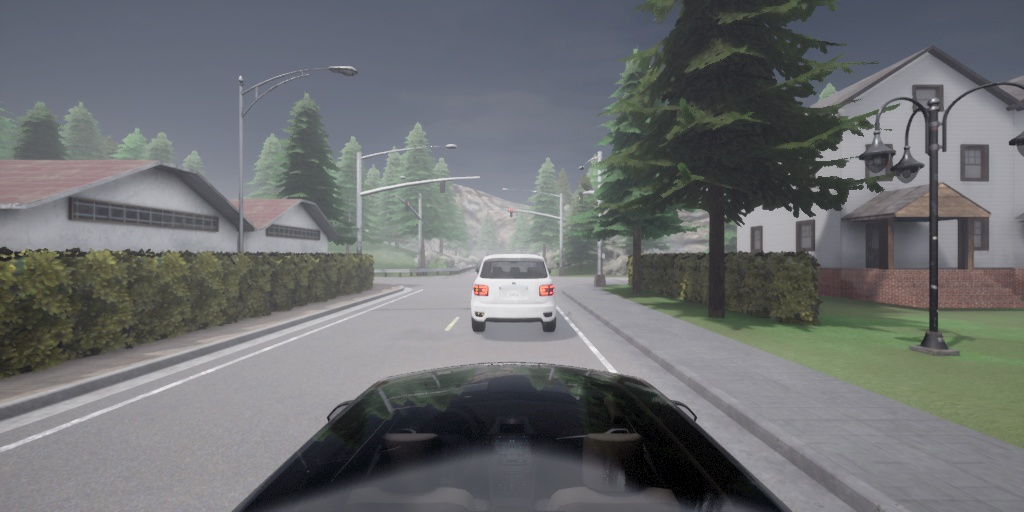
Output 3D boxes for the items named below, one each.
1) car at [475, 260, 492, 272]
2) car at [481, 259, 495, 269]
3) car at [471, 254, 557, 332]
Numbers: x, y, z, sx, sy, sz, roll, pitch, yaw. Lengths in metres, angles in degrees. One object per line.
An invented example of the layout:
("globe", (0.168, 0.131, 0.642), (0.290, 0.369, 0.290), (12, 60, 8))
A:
("car", (-3.629, 1.243, 46.033), (1.837, 1.490, 4.892), (0, 0, 0))
("car", (-3.634, 1.262, 55.270), (1.812, 1.442, 4.674), (0, 0, 0))
("car", (0.058, 0.969, 10.960), (2.150, 2.045, 5.566), (0, 0, 0))
